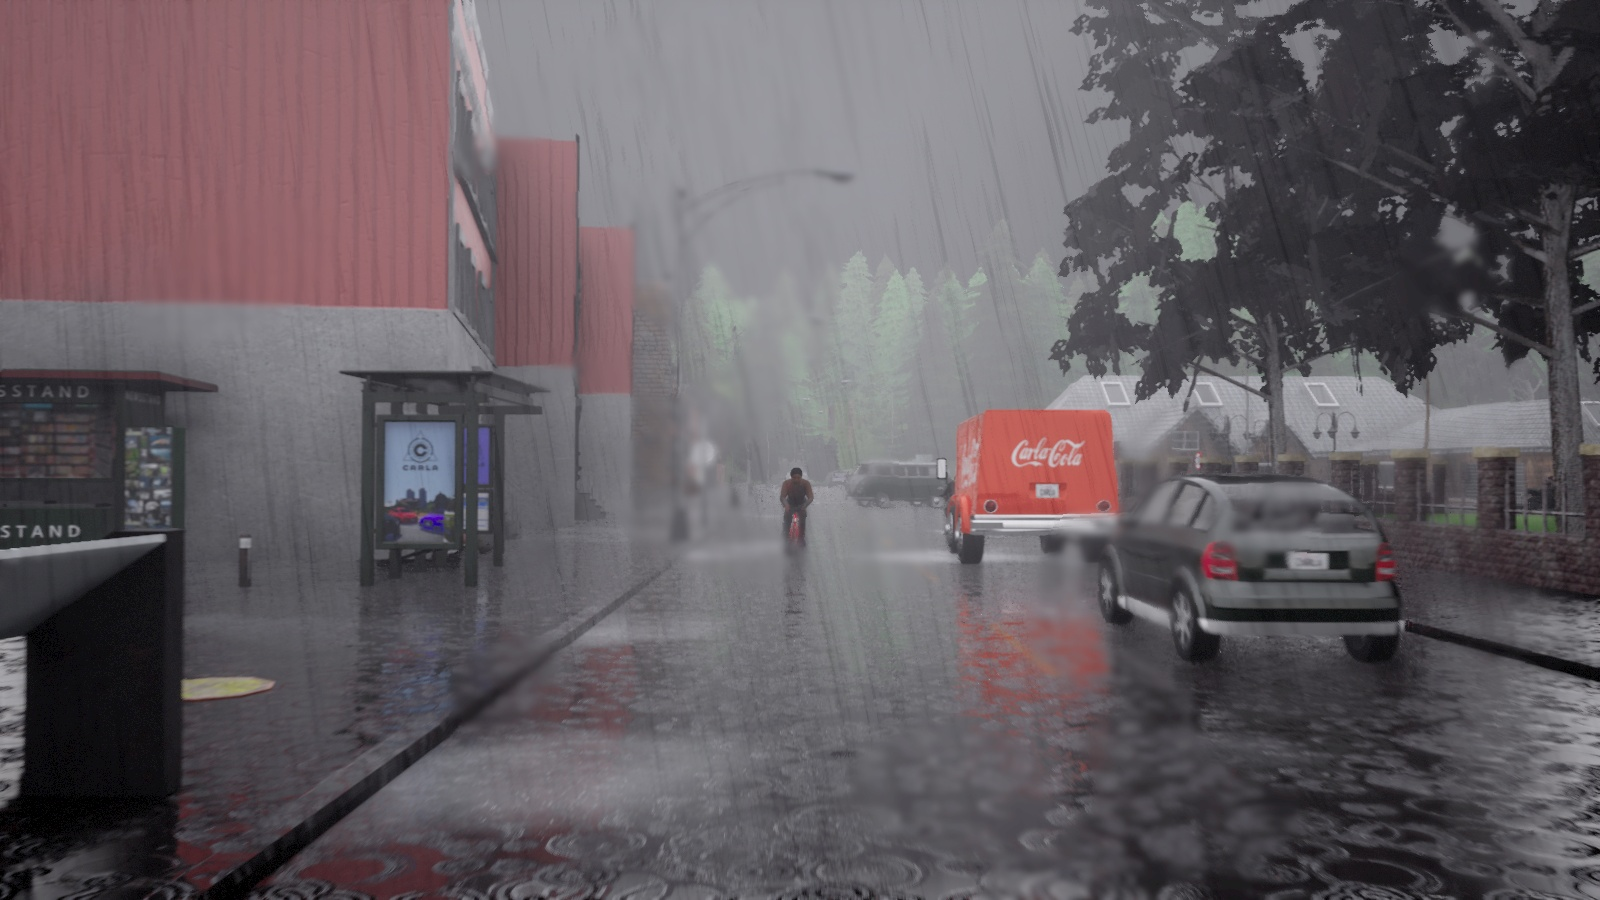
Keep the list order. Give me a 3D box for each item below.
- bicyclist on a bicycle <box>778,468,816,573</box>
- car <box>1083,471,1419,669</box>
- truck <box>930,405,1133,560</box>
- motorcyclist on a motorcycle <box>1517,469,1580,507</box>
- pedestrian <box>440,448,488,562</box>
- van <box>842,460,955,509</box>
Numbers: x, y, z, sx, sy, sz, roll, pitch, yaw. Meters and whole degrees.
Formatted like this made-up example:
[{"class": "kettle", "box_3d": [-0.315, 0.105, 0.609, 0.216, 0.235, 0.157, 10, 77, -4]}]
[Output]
[{"class": "bicyclist on a bicycle", "box_3d": [-0.051, 1.107, 20.244, 0.582, 1.620, 1.656, 0, -1, 0]}, {"class": "car", "box_3d": [3.971, 0.974, 11.742, 1.789, 1.549, 3.705, 0, -1, 0]}, {"class": "truck", "box_3d": [3.944, 0.658, 22.554, 2.627, 2.467, 5.204, 0, -3, 0]}, {"class": "motorcyclist on a motorcycle", "box_3d": [30.098, 1.523, 50.493, 2.044, 1.523, 0.797, 0, -1, -2]}, {"class": "pedestrian", "box_3d": [-5.478, 0.890, 20.486, 0.726, 1.842, 0.402, 0, -1, -11]}, {"class": "van", "box_3d": [4.159, 1.433, 52.662, 4.442, 1.987, 1.775, 0, -1, -28]}]
